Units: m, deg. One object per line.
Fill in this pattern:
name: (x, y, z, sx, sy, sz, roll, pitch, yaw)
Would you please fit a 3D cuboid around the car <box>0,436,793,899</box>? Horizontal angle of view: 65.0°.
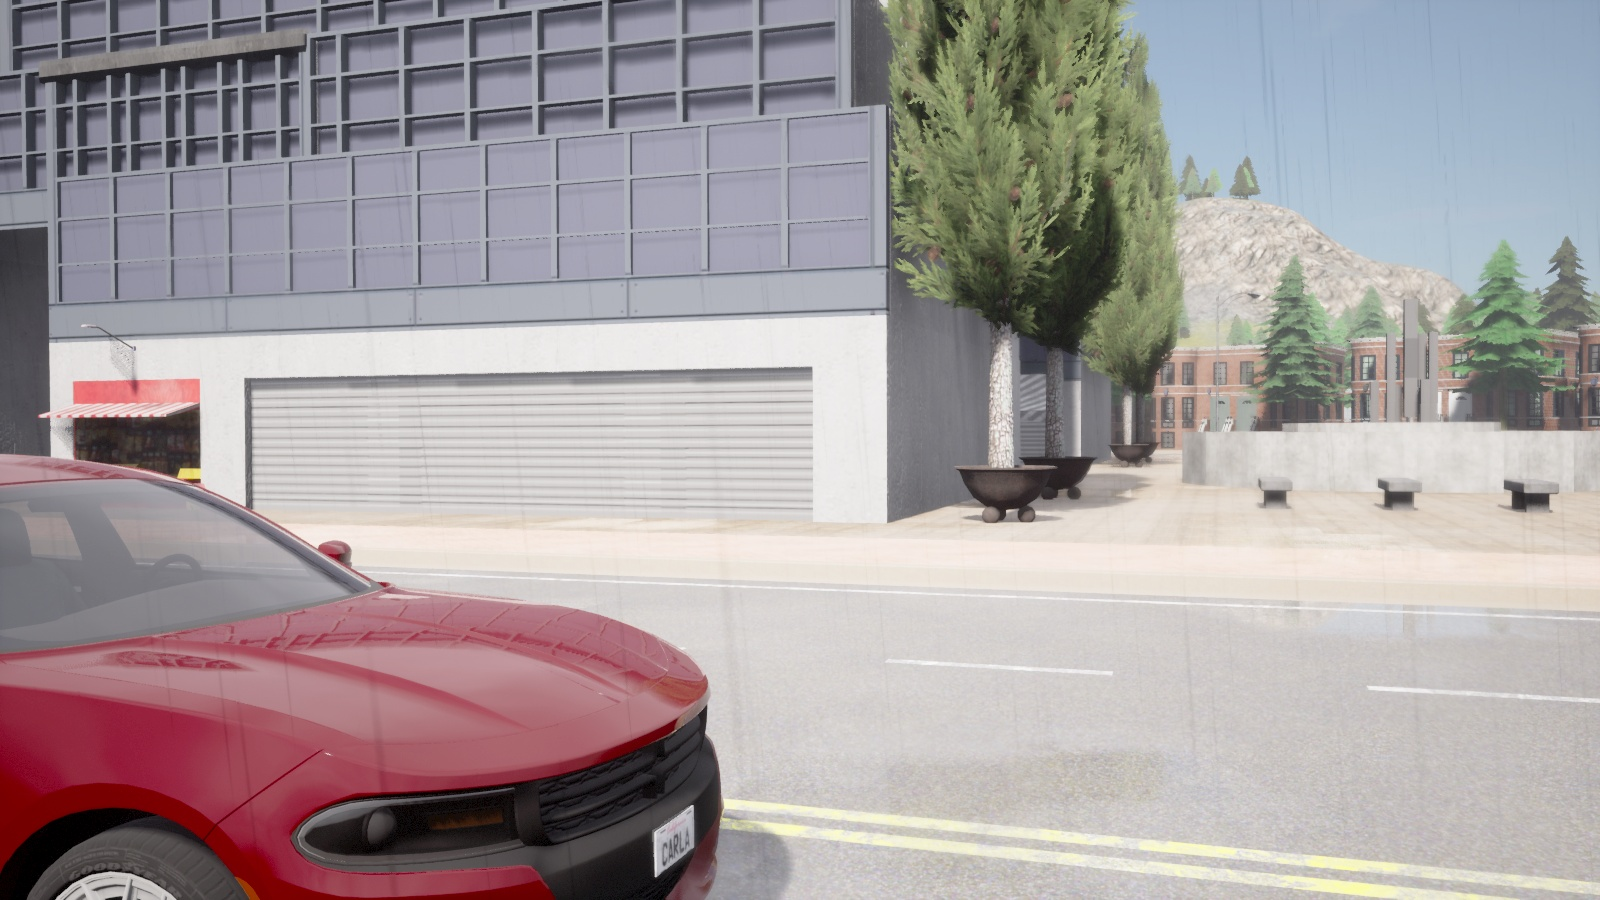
car: (-2.701, 0.729, 4.093, 5.008, 1.535, 1.882, 1, 1, 19)
